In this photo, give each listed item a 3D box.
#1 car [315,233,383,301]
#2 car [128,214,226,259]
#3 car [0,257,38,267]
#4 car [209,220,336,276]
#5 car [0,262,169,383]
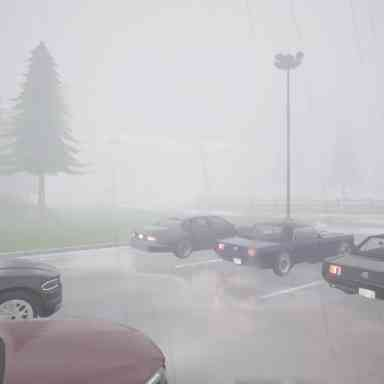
[{"bbox_3d":[5.080,1.601,7.485,4.718,1.301,1.895,0,0,-35],"label":"car"},{"bbox_3d":[0.315,1.547,12.695,5.357,1.411,2.033,0,0,-35],"label":"car"},{"bbox_3d":[-4.532,1.478,4.814,5.008,1.535,1.882,0,0,-36],"label":"car"},{"bbox_3d":[3.060,1.601,10.344,4.718,1.301,1.895,0,0,-35],"label":"car"},{"bbox_3d":[-2.326,1.526,2.087,4.674,1.442,1.812,0,0,-36],"label":"car"}]
